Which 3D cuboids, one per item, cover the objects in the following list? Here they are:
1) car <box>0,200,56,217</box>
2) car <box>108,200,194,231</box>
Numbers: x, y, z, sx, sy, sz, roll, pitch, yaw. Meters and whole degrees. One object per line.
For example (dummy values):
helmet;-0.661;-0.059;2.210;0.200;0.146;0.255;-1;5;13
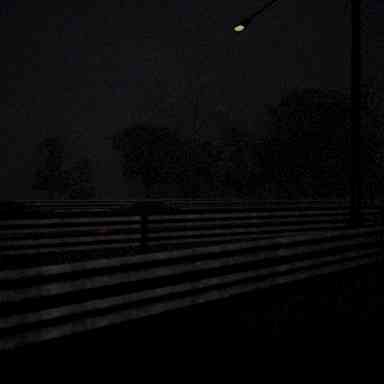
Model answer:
car;-10.016;1.228;18.210;4.892;1.490;1.837;0;0;-26
car;-2.091;1.216;18.164;5.008;1.535;1.882;0;0;-26
